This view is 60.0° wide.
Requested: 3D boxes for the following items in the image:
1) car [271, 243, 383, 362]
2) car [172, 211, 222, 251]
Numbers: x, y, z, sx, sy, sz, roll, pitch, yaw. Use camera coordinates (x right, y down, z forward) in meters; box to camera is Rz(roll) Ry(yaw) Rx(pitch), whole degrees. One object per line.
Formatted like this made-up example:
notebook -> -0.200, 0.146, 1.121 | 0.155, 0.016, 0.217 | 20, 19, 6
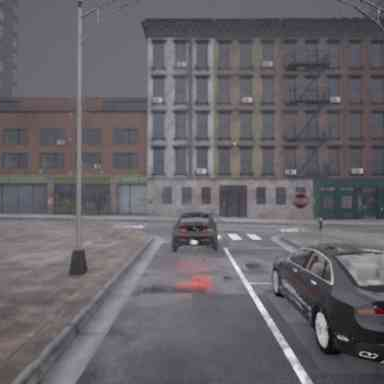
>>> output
car -> 2.641, 1.591, 5.956 | 2.008, 1.369, 4.403 | 0, 0, 0
car -> 0.230, 1.603, 14.579 | 1.837, 1.490, 4.892 | 0, 0, 4
